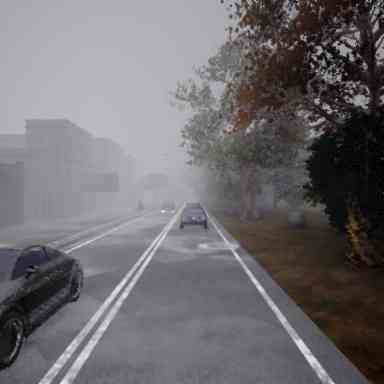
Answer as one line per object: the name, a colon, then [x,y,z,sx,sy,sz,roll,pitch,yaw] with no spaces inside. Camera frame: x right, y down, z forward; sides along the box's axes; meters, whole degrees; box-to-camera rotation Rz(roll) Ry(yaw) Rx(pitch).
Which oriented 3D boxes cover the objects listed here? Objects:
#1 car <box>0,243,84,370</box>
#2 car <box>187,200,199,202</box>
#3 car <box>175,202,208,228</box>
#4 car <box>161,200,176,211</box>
car: [-3.349,1.599,5.585,1.994,1.385,4.181,0,0,0]
car: [0.137,1.738,41.791,1.882,1.535,5.008,0,0,0]
car: [0.115,1.697,23.196,2.033,1.411,5.357,0,0,0]
car: [-3.291,1.836,46.829,2.033,1.411,5.357,0,0,0]
